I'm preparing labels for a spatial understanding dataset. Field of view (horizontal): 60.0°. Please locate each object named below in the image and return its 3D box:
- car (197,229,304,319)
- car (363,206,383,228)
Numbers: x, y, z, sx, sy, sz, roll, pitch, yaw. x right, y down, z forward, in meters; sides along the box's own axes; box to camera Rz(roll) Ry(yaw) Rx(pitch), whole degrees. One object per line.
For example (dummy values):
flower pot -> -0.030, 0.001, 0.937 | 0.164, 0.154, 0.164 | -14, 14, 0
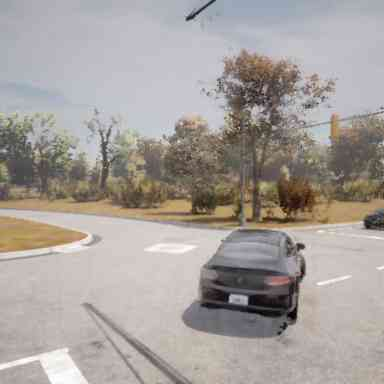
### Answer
car -> 1.483, 1.558, 7.482 | 1.812, 1.442, 4.674 | 1, 0, 19
car -> 13.246, 1.645, 21.992 | 4.892, 1.490, 1.837 | 0, 0, -35
